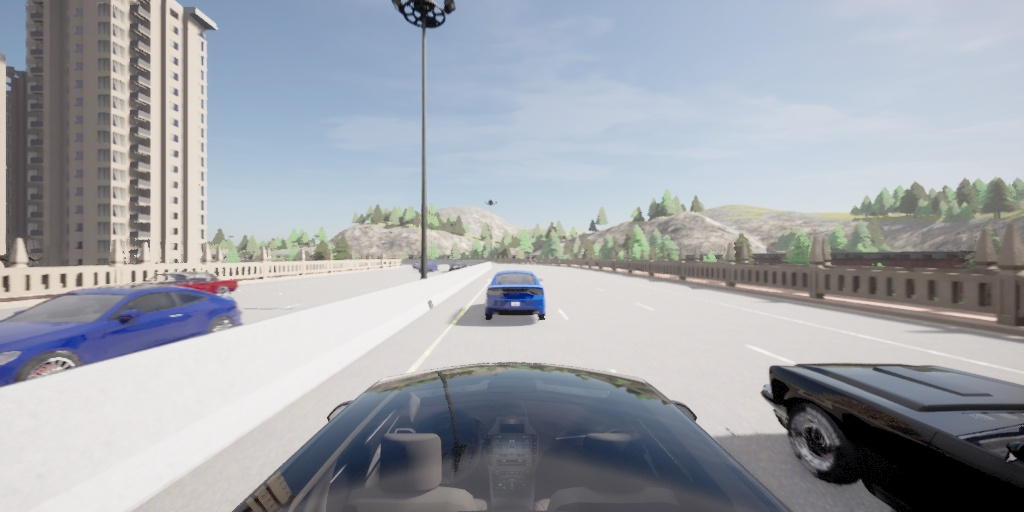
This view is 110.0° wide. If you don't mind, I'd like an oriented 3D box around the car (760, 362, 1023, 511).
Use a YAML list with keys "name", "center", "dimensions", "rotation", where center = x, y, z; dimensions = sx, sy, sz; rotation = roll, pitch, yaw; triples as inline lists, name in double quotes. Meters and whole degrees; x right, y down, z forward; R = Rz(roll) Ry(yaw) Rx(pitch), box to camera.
- name: "car"
  center: [3.599, 1.351, 1.693]
  dimensions: [1.895, 1.301, 4.718]
  rotation: [0, 0, 0]

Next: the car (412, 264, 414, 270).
- name: "car"
  center: [-14.134, 1.460, 55.666]
  dimensions: [1.895, 1.301, 4.718]
  rotation: [0, 0, -1]

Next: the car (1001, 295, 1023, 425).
- name: "car"
  center: [7.100, 1.241, 1.975]
  dimensions: [2.128, 1.511, 4.902]
  rotation: [0, 0, 0]

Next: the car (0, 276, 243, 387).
- name: "car"
  center: [-7.099, 1.278, 6.387]
  dimensions: [1.812, 1.442, 4.674]
  rotation: [0, 0, 0]

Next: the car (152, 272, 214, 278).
- name: "car"
  center: [-14.095, 1.357, 15.017]
  dimensions: [1.895, 1.301, 4.718]
  rotation: [0, 0, 0]

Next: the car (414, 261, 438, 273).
- name: "car"
  center: [-10.579, 1.347, 45.496]
  dimensions: [1.812, 1.442, 4.674]
  rotation: [0, 0, 0]

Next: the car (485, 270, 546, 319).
- name: "car"
  center: [0.104, 1.232, 12.804]
  dimensions: [1.882, 1.535, 5.008]
  rotation: [0, 0, 0]

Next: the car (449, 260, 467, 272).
- name: "car"
  center: [-7.080, 1.320, 47.703]
  dimensions: [2.128, 1.511, 4.902]
  rotation: [0, 0, 0]
